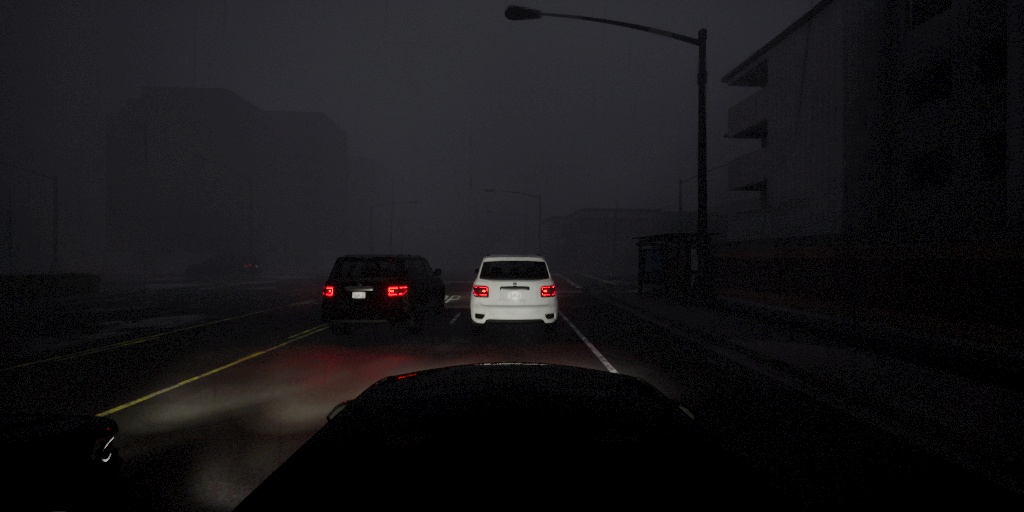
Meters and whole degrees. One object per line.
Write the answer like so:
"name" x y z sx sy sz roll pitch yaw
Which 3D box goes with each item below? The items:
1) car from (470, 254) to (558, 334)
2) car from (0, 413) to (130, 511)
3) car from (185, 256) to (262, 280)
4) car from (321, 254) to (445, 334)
"car" 0.026 0.971 10.775 2.150 2.045 5.566 0 0 -1
"car" -3.464 1.228 0.242 1.882 1.535 5.008 0 0 0
"car" -24.704 0.975 30.888 5.566 2.045 2.150 0 0 -1
"car" -3.471 0.971 10.733 2.150 2.045 5.566 0 0 -1
